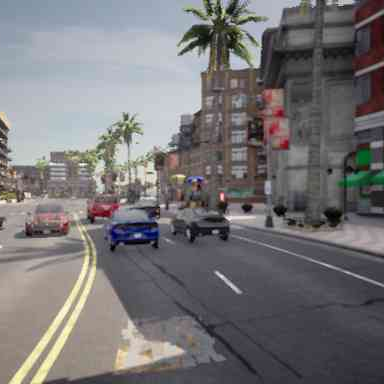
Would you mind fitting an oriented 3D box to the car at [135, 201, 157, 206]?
[{"bbox_3d":[-4.093,1.521,28.457,1.882,1.535,5.008,0,0,-21],"label":"car"}]

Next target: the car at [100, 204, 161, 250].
[{"bbox_3d":[-2.785,1.506,14.632,1.882,1.535,5.008,0,-1,-18],"label":"car"}]

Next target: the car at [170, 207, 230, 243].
[{"bbox_3d":[0.262,1.506,16.401,1.837,1.490,4.892,0,-1,-18],"label":"car"}]

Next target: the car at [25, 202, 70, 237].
[{"bbox_3d":[-8.042,1.422,18.738,2.097,1.767,4.553,0,0,-21],"label":"car"}]

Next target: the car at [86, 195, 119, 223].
[{"bbox_3d":[-7.184,1.289,26.774,2.150,2.045,5.566,0,0,-21],"label":"car"}]

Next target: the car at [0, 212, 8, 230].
[{"bbox_3d":[-11.800,1.700,18.772,1.895,1.301,4.718,0,0,-21],"label":"car"}]
